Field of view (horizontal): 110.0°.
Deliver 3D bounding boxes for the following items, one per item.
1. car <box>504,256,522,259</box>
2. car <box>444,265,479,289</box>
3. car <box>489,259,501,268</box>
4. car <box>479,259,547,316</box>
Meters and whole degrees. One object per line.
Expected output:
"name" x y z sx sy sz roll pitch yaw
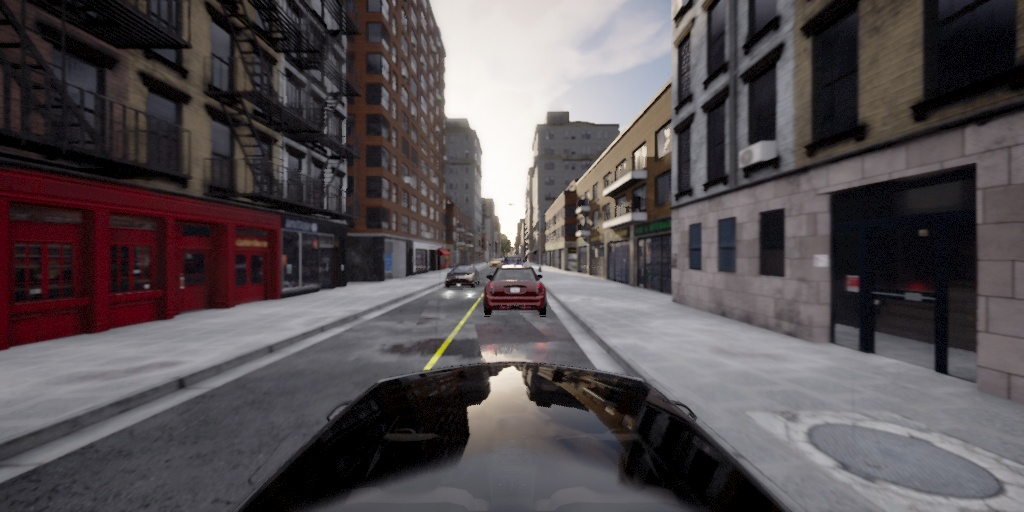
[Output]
"car" 0.100 0.985 36.229 2.150 2.045 5.566 0 0 0
"car" -3.100 1.306 23.538 2.033 1.411 5.357 0 0 0
"car" -3.024 1.266 64.821 1.882 1.535 5.008 0 0 1
"car" 0.101 1.107 13.523 2.097 1.767 4.553 0 0 0
